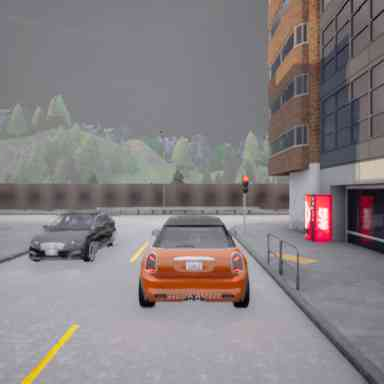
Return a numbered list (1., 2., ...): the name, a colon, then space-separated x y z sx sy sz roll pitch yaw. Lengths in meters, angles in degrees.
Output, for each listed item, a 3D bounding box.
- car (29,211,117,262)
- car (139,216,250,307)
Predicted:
1. car: -4.048 1.487 12.070 2.128 1.511 4.902 0 0 0
2. car: 0.053 1.349 8.112 2.097 1.767 4.553 0 0 0
